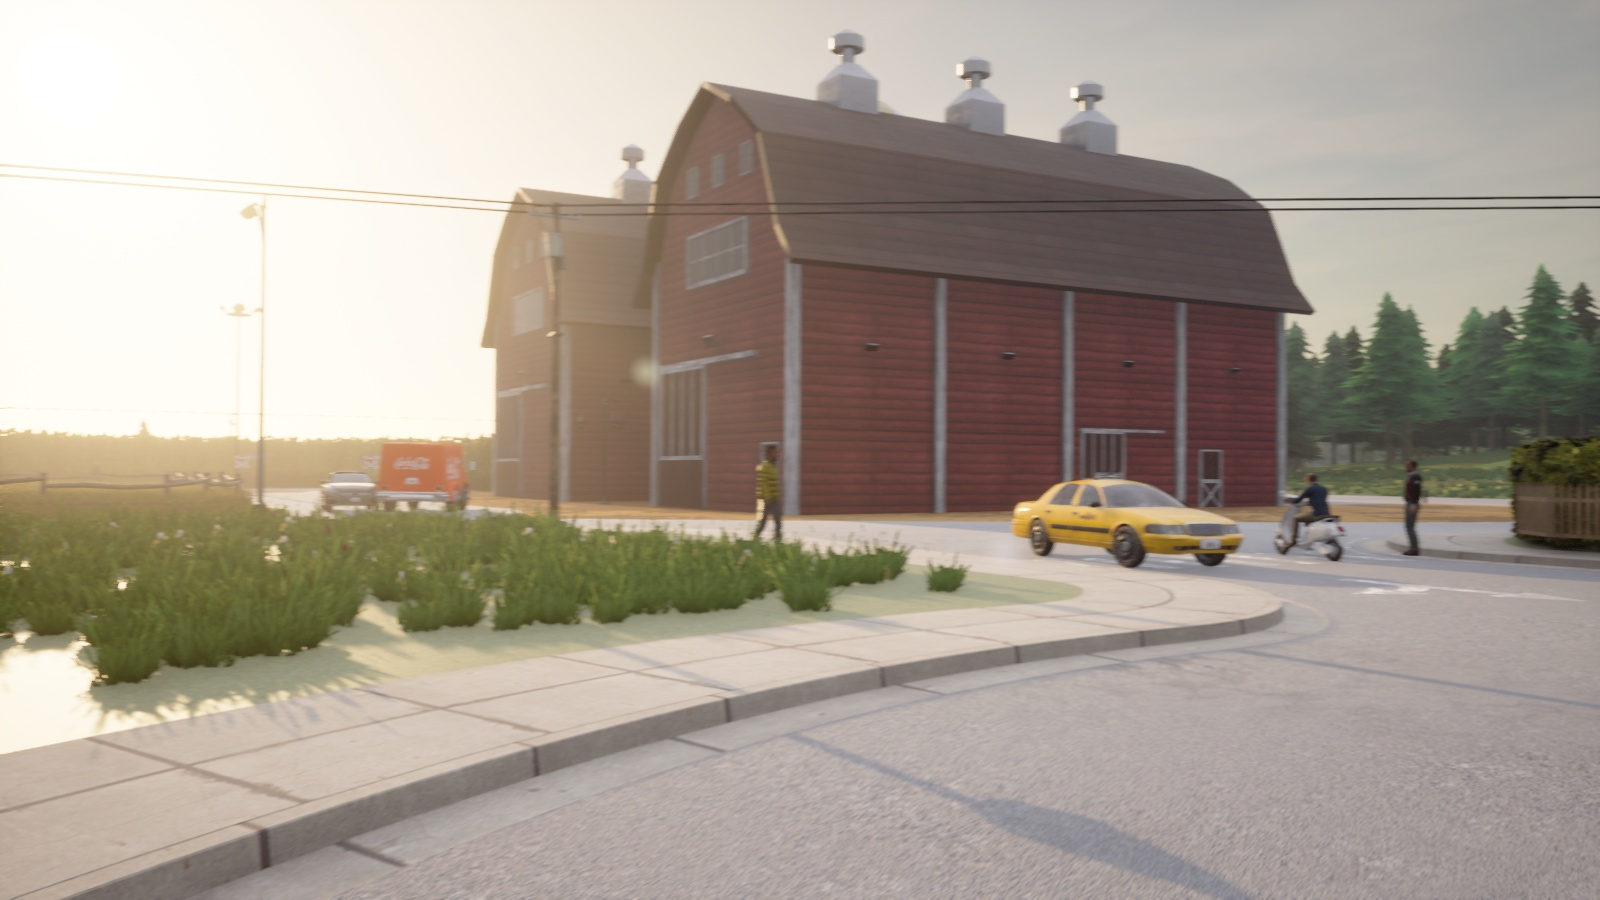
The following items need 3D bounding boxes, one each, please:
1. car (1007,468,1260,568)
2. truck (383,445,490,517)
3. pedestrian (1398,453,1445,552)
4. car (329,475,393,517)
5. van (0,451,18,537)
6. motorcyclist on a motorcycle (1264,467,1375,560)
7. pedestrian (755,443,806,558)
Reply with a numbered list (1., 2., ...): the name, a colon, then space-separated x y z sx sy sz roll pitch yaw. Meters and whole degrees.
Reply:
1. car: 5.789 1.125 22.655 1.801 1.575 5.366 0 -1 -18
2. truck: -13.211 1.108 46.008 2.627 2.467 5.204 0 -1 -3
3. pedestrian: 11.713 0.983 23.680 0.720 1.854 0.376 0 -1 17
4. car: -15.947 1.615 45.488 1.812 1.442 4.674 0 -1 -24
5. van: -21.203 1.054 29.683 4.480 2.038 2.069 0 -1 -29
6. motorcyclist on a motorcycle: 9.573 1.143 23.212 0.866 1.590 1.817 1 1 -20
7. pedestrian: -0.323 0.810 20.482 0.709 1.840 0.431 -1 -1 37
